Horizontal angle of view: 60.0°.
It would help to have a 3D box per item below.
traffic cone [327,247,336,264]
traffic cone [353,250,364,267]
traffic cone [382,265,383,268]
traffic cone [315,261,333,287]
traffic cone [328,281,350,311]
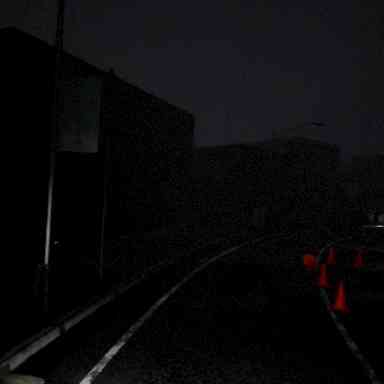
[{"bbox_3d":[5.422,2.457,12.959,0.340,0.580,0.340,4,-1,11],"label":"traffic cone"},{"bbox_3d":[6.400,2.522,12.760,0.340,0.580,0.340,4,-1,11],"label":"traffic cone"},{"bbox_3d":[7.377,2.587,12.560,0.340,0.580,0.340,4,-1,11],"label":"traffic cone"},{"bbox_3d":[3.651,2.296,9.239,0.340,0.580,0.340,4,-1,12],"label":"traffic cone"},{"bbox_3d":[3.254,2.247,7.280,0.340,0.580,0.340,4,-1,12],"label":"traffic cone"}]
